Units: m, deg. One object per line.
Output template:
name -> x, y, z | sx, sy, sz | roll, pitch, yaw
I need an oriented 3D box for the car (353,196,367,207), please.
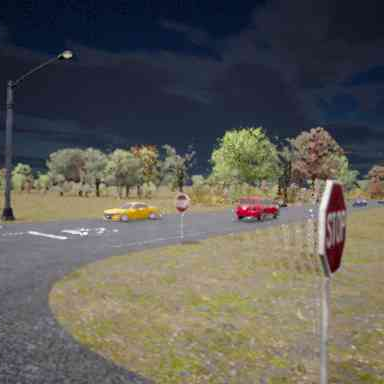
car -> 36.214, 2.231, 71.497 | 2.097, 1.767, 4.553 | 1, 0, 36

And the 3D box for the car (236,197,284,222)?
car -> 6.011, 1.514, 30.113 | 2.150, 2.045, 5.566 | 1, 0, 36

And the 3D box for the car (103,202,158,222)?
car -> -4.886, 1.577, 27.066 | 1.882, 1.535, 5.008 | 1, 1, 36

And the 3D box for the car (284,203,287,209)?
car -> 13.020, 2.014, 51.602 | 1.895, 1.301, 4.718 | 1, 0, 36
